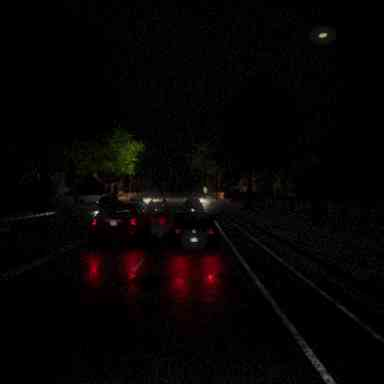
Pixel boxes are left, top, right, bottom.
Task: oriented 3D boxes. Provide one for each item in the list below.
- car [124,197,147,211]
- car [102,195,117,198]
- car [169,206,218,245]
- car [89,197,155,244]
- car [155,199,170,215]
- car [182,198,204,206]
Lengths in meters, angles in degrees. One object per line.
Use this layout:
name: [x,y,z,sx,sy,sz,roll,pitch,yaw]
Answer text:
car: [-6.598,1.382,39.247,1.812,1.442,4.674,0,0,0]
car: [-9.847,1.209,39.347,2.097,1.767,4.553,0,0,0]
car: [0.090,1.546,15.055,1.895,1.301,4.718,0,0,0]
car: [-3.161,1.295,15.558,2.097,1.767,4.553,0,0,0]
car: [-3.159,1.375,31.856,2.128,1.511,4.902,0,0,0]
car: [0.090,1.388,31.963,1.837,1.490,4.892,0,0,0]
